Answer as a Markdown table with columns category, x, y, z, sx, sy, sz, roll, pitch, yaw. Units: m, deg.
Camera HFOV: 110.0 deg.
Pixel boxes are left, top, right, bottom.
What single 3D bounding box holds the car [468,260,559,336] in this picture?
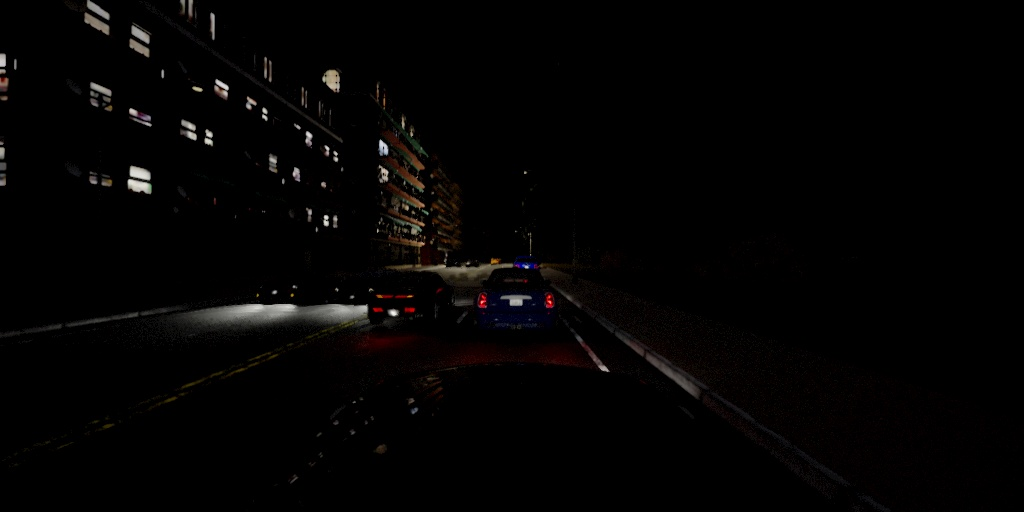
| category | x | y | z | sx | sy | sz | roll | pitch | yaw |
| --- | --- | --- | --- | --- | --- | --- | --- | --- | --- |
| car | 0.101 | 1.105 | 10.501 | 2.097 | 1.767 | 4.553 | 0 | 0 | 0 |

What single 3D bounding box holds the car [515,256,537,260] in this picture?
| category | x | y | z | sx | sy | sz | roll | pitch | yaw |
| --- | --- | --- | --- | --- | --- | --- | --- | --- | --- |
| car | 1.140 | 0.985 | 30.455 | 2.150 | 2.045 | 5.566 | 0 | 0 | 0 |

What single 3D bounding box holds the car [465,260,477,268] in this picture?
| category | x | y | z | sx | sy | sz | roll | pitch | yaw |
| --- | --- | --- | --- | --- | --- | --- | --- | --- | --- |
| car | -6.576 | 1.312 | 59.509 | 2.033 | 1.411 | 5.357 | 0 | 0 | 0 |

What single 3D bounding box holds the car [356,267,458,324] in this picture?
| category | x | y | z | sx | sy | sz | roll | pitch | yaw |
| --- | --- | --- | --- | --- | --- | --- | --- | --- | --- |
| car | -3.149 | 1.258 | 11.928 | 1.837 | 1.490 | 4.892 | 0 | 0 | 0 |

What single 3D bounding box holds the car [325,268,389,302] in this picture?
| category | x | y | z | sx | sy | sz | roll | pitch | yaw |
| --- | --- | --- | --- | --- | --- | --- | --- | --- | --- |
| car | -6.601 | 1.304 | 17.473 | 2.033 | 1.411 | 5.357 | 0 | 0 | 0 |

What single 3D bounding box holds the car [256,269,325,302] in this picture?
| category | x | y | z | sx | sy | sz | roll | pitch | yaw |
| --- | --- | --- | --- | --- | --- | --- | --- | --- | --- |
| car | -9.850 | 1.320 | 16.870 | 1.994 | 1.385 | 4.181 | 0 | 0 | 0 |

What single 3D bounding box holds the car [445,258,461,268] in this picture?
| category | x | y | z | sx | sy | sz | roll | pitch | yaw |
| --- | --- | --- | --- | --- | --- | --- | --- | --- | --- |
| car | -9.822 | 1.116 | 59.734 | 2.097 | 1.767 | 4.553 | 0 | 0 | 0 |
